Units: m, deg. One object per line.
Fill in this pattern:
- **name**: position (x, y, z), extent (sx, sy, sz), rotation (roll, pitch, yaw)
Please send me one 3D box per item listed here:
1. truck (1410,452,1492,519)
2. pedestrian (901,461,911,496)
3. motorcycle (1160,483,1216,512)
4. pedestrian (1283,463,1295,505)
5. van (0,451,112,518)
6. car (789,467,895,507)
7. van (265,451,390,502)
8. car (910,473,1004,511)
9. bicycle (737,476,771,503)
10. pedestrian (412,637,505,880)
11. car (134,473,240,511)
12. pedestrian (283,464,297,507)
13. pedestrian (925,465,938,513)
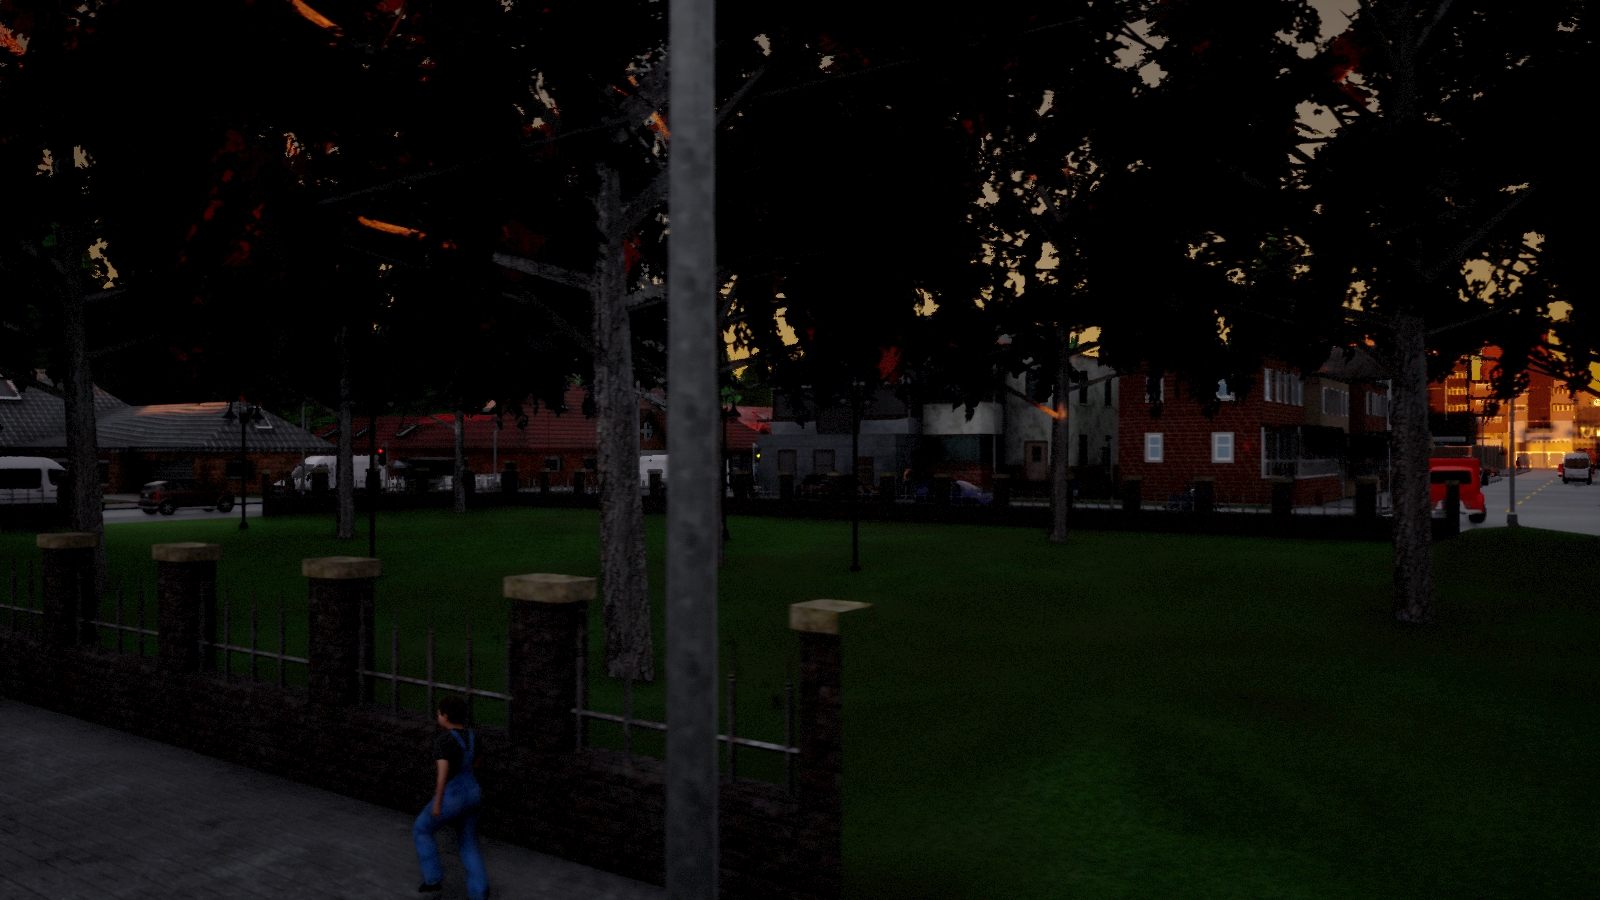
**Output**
- **truck**: position (25.611, 1.354, 45.127), extent (2.627, 2.467, 5.204), rotation (-1, -1, 28)
- **pedestrian**: position (5.663, 1.524, 61.131), extent (0.375, 1.860, 0.375), rotation (0, 0, 30)
- **motorcycle**: position (16.233, 1.993, 47.818), extent (2.033, 1.145, 0.803), rotation (0, -1, 35)
- **pedestrian**: position (21.736, 1.516, 50.764), extent (0.375, 1.860, 0.375), rotation (0, 0, 41)
- **van**: position (-30.682, 1.314, 44.894), extent (1.988, 2.561, 5.915), rotation (0, 0, 36)
- **car**: position (1.942, 1.685, 53.353), extent (4.553, 1.767, 2.097), rotation (0, 0, 35)
- **van**: position (-24.856, 1.314, 60.303), extent (1.988, 2.561, 5.915), rotation (0, 0, 36)
- **car**: position (6.887, 1.818, 50.101), extent (3.633, 1.501, 1.845), rotation (0, 0, 36)
- **bicycle**: position (-2.273, 1.940, 56.377), extent (1.835, 1.271, 0.329), rotation (0, 0, 35)
- **pedestrian**: position (-2.025, 1.805, 6.782), extent (0.375, 1.300, 0.375), rotation (0, 0, 35)
- **car**: position (-26.883, 1.806, 50.214), extent (1.789, 1.549, 3.705), rotation (0, 0, 35)
- **pedestrian**: position (-21.912, 1.524, 49.106), extent (0.375, 1.860, 0.375), rotation (0, 0, 25)
- **pedestrian**: position (5.142, 1.524, 44.675), extent (0.375, 1.860, 0.375), rotation (0, 0, 39)
